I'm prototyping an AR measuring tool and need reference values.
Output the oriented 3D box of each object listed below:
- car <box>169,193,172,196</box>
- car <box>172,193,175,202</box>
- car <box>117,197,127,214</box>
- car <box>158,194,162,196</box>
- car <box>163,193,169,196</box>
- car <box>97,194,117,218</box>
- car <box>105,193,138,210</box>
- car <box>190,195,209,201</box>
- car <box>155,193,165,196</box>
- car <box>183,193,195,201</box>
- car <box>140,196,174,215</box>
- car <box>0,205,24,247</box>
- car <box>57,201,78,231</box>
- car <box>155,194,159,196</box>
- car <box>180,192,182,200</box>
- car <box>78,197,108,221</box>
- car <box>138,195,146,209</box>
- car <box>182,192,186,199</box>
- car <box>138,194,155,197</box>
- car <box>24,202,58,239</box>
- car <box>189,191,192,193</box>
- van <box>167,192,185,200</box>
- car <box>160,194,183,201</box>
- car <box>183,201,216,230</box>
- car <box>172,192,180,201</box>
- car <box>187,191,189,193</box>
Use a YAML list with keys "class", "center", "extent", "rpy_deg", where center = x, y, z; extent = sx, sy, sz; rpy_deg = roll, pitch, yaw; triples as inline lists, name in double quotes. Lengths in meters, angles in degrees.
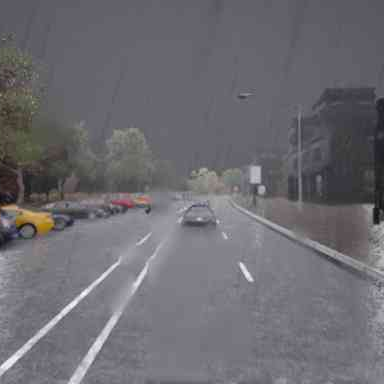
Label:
- class: "car"
  center: [-6.831, 1.385, 60.237]
  extent: [5.008, 1.535, 2.097]
  rpy_deg: [-1, 0, -15]
- class: "car"
  center: [-6.312, 1.415, 66.159]
  extent: [4.674, 1.452, 2.002]
  rpy_deg: [-1, 0, -15]
- class: "car"
  center: [-8.750, 1.436, 30.637]
  extent: [4.674, 1.452, 2.002]
  rpy_deg: [-1, 0, -18]
- class: "car"
  center: [-7.510, 1.429, 51.375]
  extent: [4.674, 1.452, 2.002]
  rpy_deg: [0, -1, -16]
- class: "car"
  center: [-7.262, 1.388, 57.228]
  extent: [5.366, 1.575, 1.946]
  rpy_deg: [-1, 0, -16]
- class: "car"
  center: [-8.842, 1.274, 27.671]
  extent: [4.553, 1.767, 2.185]
  rpy_deg: [-1, 0, -18]
- class: "car"
  center: [-8.639, 1.141, 33.590]
  extent: [5.566, 2.045, 2.435]
  rpy_deg: [-1, 0, -17]
- class: "car"
  center: [1.263, 1.442, 38.939]
  extent: [2.033, 1.411, 5.357]
  rpy_deg: [0, 0, 3]
- class: "car"
  center: [-7.305, 1.429, 54.315]
  extent: [4.674, 1.452, 2.002]
  rpy_deg: [-1, 0, -16]
- class: "car"
  center: [-0.143, 1.370, 74.642]
  extent: [1.895, 1.301, 4.718]
  rpy_deg: [0, 0, 6]
- class: "car"
  center: [-3.390, 1.449, 33.224]
  extent: [2.033, 1.411, 5.357]
  rpy_deg: [0, 0, 3]
- class: "car"
  center: [-9.293, 1.310, 12.821]
  extent: [4.553, 1.767, 2.185]
  rpy_deg: [-1, 0, -19]
- class: "car"
  center: [-9.149, 1.448, 18.768]
  extent: [4.792, 1.488, 2.163]
  rpy_deg: [-1, 0, -18]
- class: "car"
  center: [-7.738, 1.428, 48.429]
  extent: [4.674, 1.452, 2.002]
  rpy_deg: [-1, 0, -16]
- class: "car"
  center: [-5.442, 1.349, 75.031]
  extent: [4.892, 1.521, 2.231]
  rpy_deg: [-1, 0, -14]
- class: "car"
  center: [-8.996, 1.406, 24.701]
  extent: [4.892, 1.521, 2.231]
  rpy_deg: [-1, 0, -18]
- class: "car"
  center: [-8.298, 1.428, 39.536]
  extent: [4.674, 1.452, 2.002]
  rpy_deg: [-1, 0, -17]
- class: "car"
  center: [-4.941, 1.330, 78.032]
  extent: [5.366, 1.575, 1.946]
  rpy_deg: [-1, 0, -14]
- class: "car"
  center: [-7.945, 1.381, 42.556]
  extent: [5.366, 1.575, 1.946]
  rpy_deg: [-1, 0, -17]
- class: "car"
  center: [-9.251, 1.427, 15.786]
  extent: [5.008, 1.535, 2.097]
  rpy_deg: [-1, 0, -19]
- class: "car"
  center: [-3.503, 1.246, 92.721]
  extent: [5.008, 1.535, 2.097]
  rpy_deg: [-1, 0, -14]
- class: "van"
  center: [-4.258, 1.063, 86.793]
  extent: [4.442, 1.987, 1.878]
  rpy_deg: [-1, 1, -14]
- class: "car"
  center: [-4.979, 1.321, 80.894]
  extent: [5.366, 1.575, 1.946]
  rpy_deg: [-1, 0, -14]
- class: "car"
  center: [0.477, 1.488, 20.663]
  extent: [1.994, 1.385, 4.181]
  rpy_deg: [0, 0, 2]
- class: "car"
  center: [-5.710, 1.233, 72.079]
  extent: [4.553, 1.767, 2.185]
  rpy_deg: [-1, 0, -14]
- class: "car"
  center: [-3.852, 1.143, 89.766]
  extent: [4.553, 1.767, 2.185]
  rpy_deg: [-1, 0, -14]
